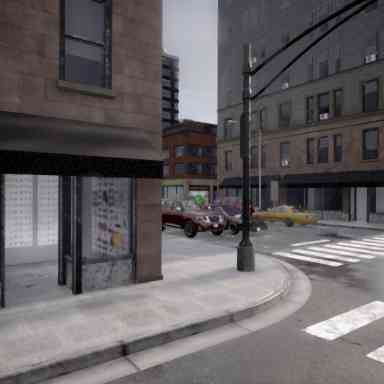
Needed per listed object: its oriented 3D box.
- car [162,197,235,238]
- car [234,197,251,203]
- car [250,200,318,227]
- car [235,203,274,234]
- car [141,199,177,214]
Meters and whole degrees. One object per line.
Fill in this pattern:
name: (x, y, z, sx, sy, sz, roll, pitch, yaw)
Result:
car: (-0.322, 1.285, 17.909, 2.192, 1.841, 5.009, 0, 0, -36)
car: (2.915, 1.313, 27.187, 2.192, 1.841, 5.009, 0, 0, -36)
car: (6.115, 1.529, 22.703, 1.752, 1.417, 4.829, 0, 0, -36)
car: (1.796, 1.528, 19.250, 2.033, 1.411, 5.357, 0, 0, -38)
car: (-3.685, 1.530, 36.431, 1.887, 1.381, 4.507, 0, 0, -36)
